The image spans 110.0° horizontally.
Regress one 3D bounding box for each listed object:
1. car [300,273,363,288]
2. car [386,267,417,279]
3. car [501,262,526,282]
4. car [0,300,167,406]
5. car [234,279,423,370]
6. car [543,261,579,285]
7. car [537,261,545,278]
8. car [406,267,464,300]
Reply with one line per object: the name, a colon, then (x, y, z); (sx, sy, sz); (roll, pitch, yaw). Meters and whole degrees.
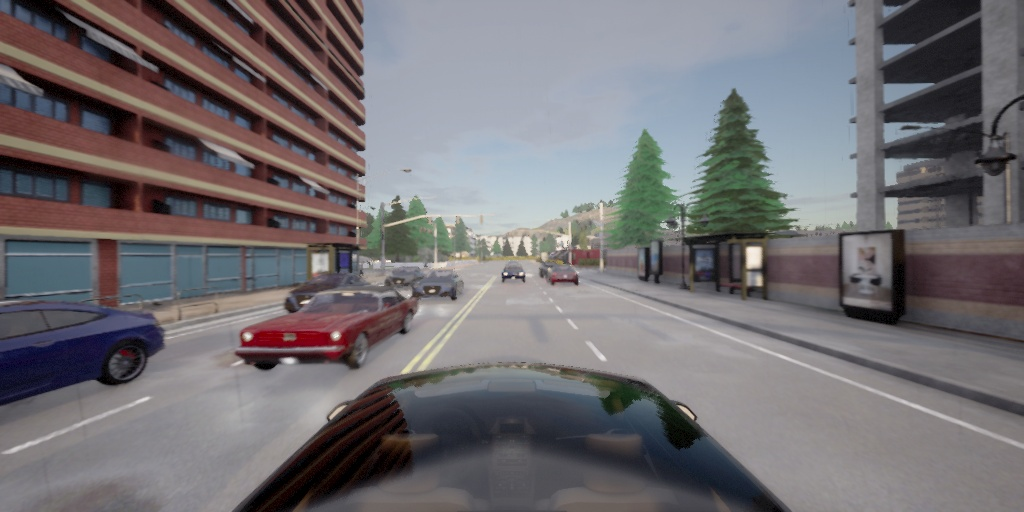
car: (-7.073, 1.400, 14.343); (1.994, 1.385, 4.181); (-1, 0, 0)
car: (-7.012, 1.417, 24.201); (1.994, 1.385, 4.181); (-1, 0, 1)
car: (0.126, 1.400, 29.336); (1.895, 1.301, 4.718); (-1, 0, 0)
car: (-7.092, 1.343, 4.497); (1.812, 1.442, 4.674); (-1, 0, 0)
car: (-3.594, 1.394, 8.004); (1.895, 1.301, 4.718); (-1, 0, 0)
car: (3.609, 1.327, 26.239); (1.994, 1.385, 4.181); (-1, 0, 0)
car: (3.567, 1.271, 35.153); (2.128, 1.511, 4.902); (-1, 0, 0)
car: (-3.563, 1.375, 17.934); (1.994, 1.385, 4.181); (-1, 0, 0)
